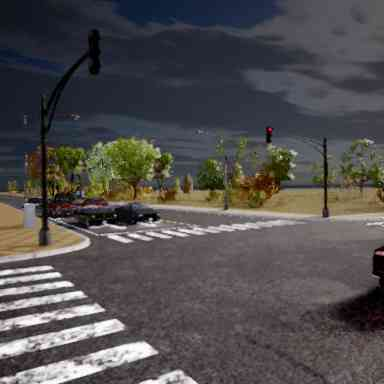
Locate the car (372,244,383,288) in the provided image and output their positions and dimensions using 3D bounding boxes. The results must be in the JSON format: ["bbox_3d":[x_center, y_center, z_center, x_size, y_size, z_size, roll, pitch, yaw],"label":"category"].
[{"bbox_3d":[6.180,1.476,7.925,4.902,1.511,2.128,-1,1,-36],"label":"car"}]

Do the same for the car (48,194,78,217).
[{"bbox_3d":[-12.428,1.411,32.084,2.097,1.767,4.553,-1,1,-33],"label":"car"}]

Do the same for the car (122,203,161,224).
[{"bbox_3d":[-4.325,1.534,25.576,2.033,1.411,5.357,-1,1,-33],"label":"car"}]

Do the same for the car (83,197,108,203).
[{"bbox_3d":[-9.739,1.347,33.910,2.097,1.767,4.553,-1,1,-33],"label":"car"}]

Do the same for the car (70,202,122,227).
[{"bbox_3d":[-6.886,1.652,23.555,1.895,1.301,4.718,-1,1,-33],"label":"car"}]

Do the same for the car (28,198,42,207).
[{"bbox_3d":[-22.775,1.546,48.117,1.882,1.535,5.008,-1,0,-32],"label":"car"}]
